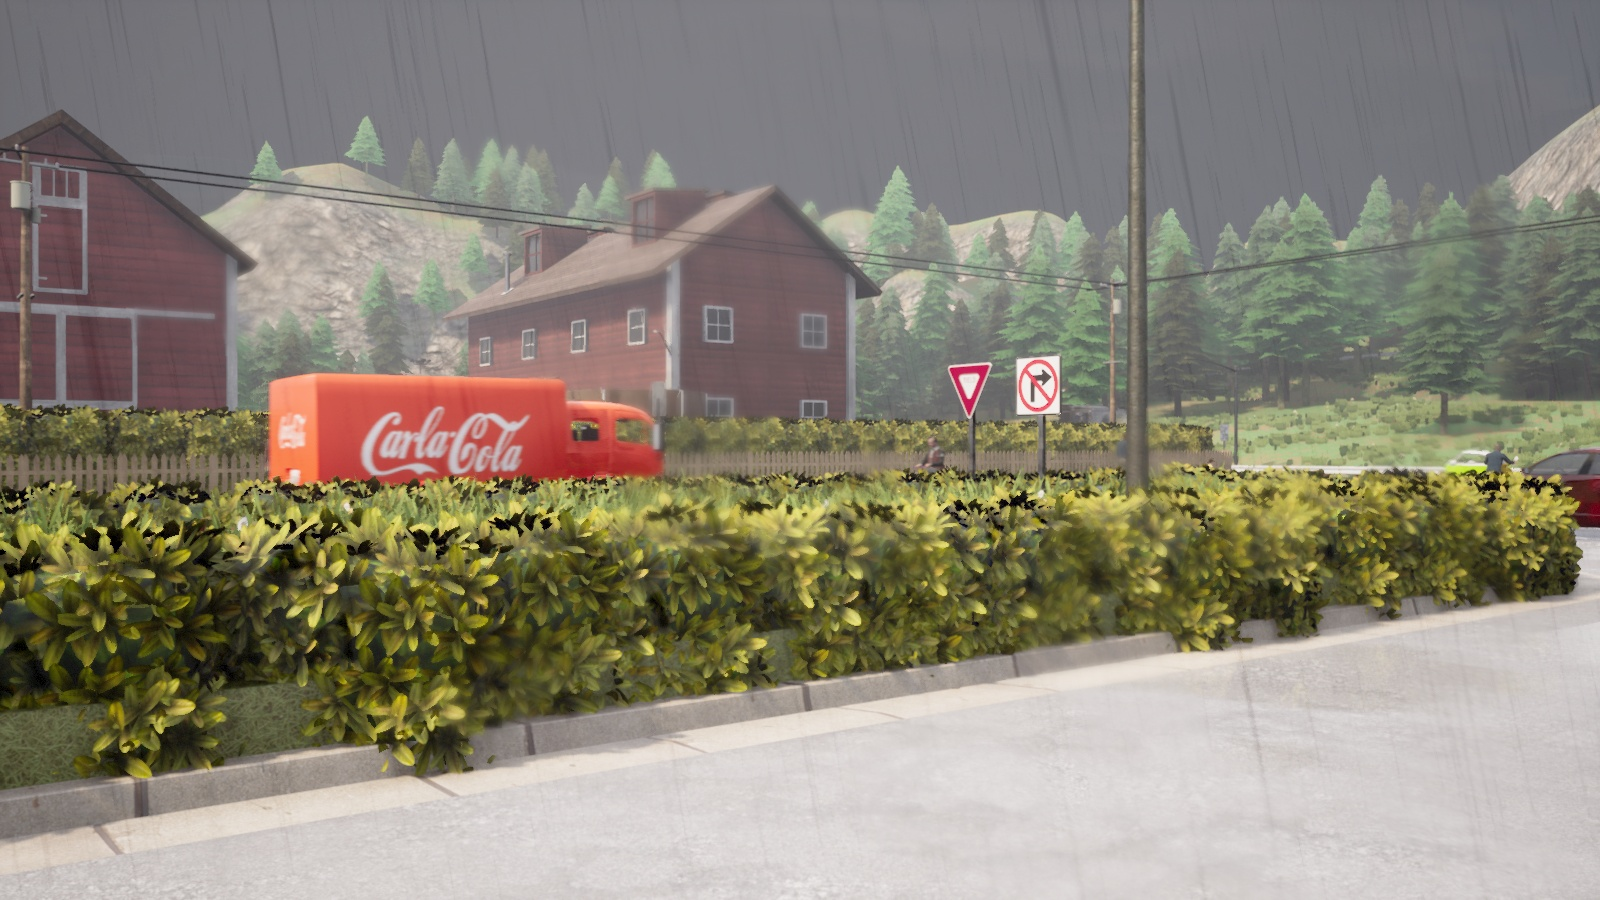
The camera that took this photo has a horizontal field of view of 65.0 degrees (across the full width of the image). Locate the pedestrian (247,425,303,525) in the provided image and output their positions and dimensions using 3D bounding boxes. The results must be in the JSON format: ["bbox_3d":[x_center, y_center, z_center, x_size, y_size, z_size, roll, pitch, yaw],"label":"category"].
[{"bbox_3d":[-9.592,0.444,22.948,0.869,1.805,0.328,0,0,-44],"label":"pedestrian"}]

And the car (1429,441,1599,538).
[{"bbox_3d":[13.315,0.623,20.946,1.882,1.535,5.008,0,0,-24],"label":"car"}]

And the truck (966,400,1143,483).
[{"bbox_3d":[11.277,-0.351,56.455,2.891,3.462,7.936,0,0,-36],"label":"truck"}]

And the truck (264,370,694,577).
[{"bbox_3d":[-4.410,0.272,17.582,5.204,2.467,2.627,0,0,-36],"label":"truck"}]

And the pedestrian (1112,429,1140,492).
[{"bbox_3d":[9.647,0.311,37.137,0.726,1.835,0.370,0,0,-30],"label":"pedestrian"}]

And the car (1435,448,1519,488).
[{"bbox_3d":[24.128,0.613,44.774,1.481,1.376,2.207,0,0,-36],"label":"car"}]
